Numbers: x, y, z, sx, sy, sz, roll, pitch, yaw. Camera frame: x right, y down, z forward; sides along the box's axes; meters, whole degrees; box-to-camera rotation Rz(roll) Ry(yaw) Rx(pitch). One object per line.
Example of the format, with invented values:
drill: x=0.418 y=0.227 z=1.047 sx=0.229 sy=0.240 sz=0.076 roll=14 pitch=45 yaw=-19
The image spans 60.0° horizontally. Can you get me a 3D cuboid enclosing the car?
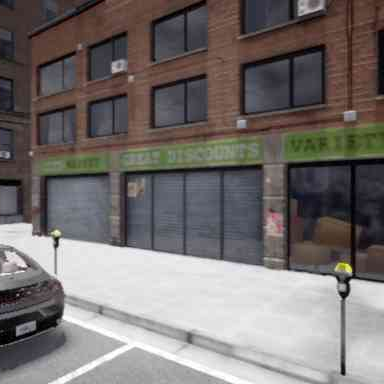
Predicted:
car: x=-3.950 y=1.549 z=5.630 sx=4.403 sy=1.369 sz=2.008 roll=0 pitch=0 yaw=36
